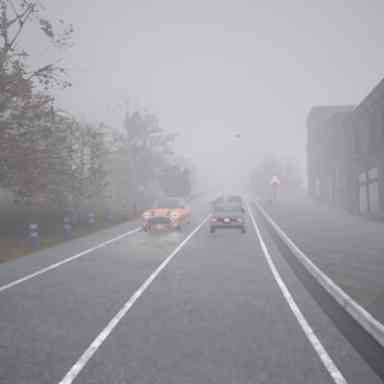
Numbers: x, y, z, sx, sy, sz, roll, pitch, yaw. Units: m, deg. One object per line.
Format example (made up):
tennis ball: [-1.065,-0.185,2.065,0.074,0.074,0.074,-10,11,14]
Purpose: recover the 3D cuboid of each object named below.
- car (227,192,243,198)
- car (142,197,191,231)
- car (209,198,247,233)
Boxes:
car: [5.468,0.752,42.469,1.812,1.442,4.674,0,1,8]
car: [-1.363,1.141,19.107,2.097,1.767,4.553,0,1,8]
car: [2.017,1.326,18.300,2.033,1.411,5.357,0,1,8]
